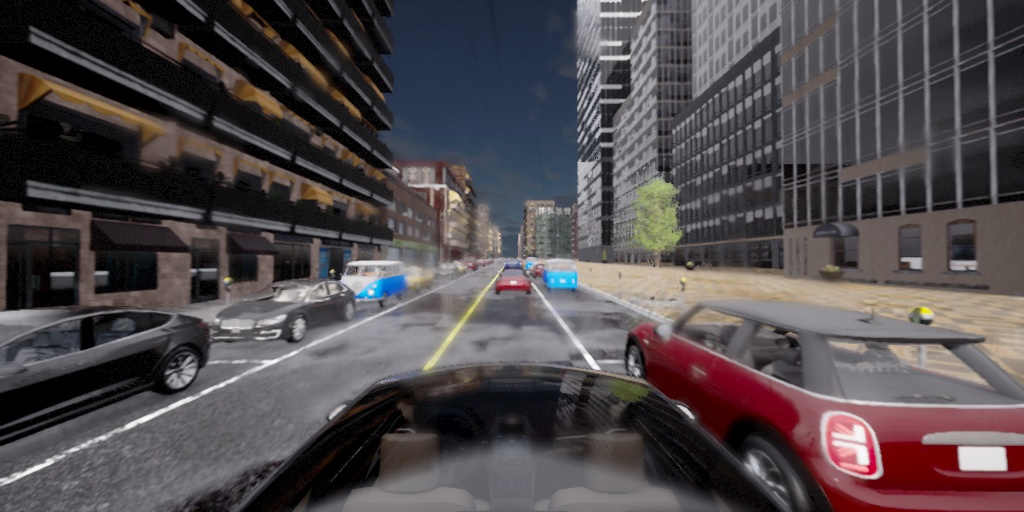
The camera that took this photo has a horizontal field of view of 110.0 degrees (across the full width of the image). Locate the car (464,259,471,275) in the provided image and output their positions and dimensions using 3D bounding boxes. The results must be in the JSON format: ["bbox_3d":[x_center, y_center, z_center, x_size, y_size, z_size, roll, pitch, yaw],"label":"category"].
[{"bbox_3d":[-5.703,1.275,37.247,1.751,1.417,4.829,0,0,0],"label":"car"}]

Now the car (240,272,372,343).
[{"bbox_3d":[-5.691,1.302,9.568,2.007,1.370,4.403,0,0,0],"label":"car"}]

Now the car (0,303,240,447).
[{"bbox_3d":[-5.689,1.318,3.998,1.948,1.339,4.313,0,0,0],"label":"car"}]

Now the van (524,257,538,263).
[{"bbox_3d":[2.673,1.086,48.559,1.690,1.789,3.998,0,0,0],"label":"van"}]

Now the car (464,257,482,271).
[{"bbox_3d":[-5.708,1.064,48.555,2.192,1.841,5.009,0,0,0],"label":"car"}]

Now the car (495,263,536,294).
[{"bbox_3d":[0.086,1.313,20.268,1.994,1.385,4.181,0,0,0],"label":"car"}]

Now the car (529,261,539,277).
[{"bbox_3d":[2.680,1.327,31.848,1.802,1.307,4.207,0,0,0],"label":"car"}]

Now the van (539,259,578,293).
[{"bbox_3d":[2.685,1.087,20.710,1.690,1.789,3.998,0,0,0],"label":"van"}]

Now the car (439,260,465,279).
[{"bbox_3d":[-5.700,1.300,31.846,2.007,1.370,4.403,0,0,0],"label":"car"}]

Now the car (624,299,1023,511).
[{"bbox_3d":[2.692,1.188,4.001,1.967,1.591,4.097,0,0,0],"label":"car"}]

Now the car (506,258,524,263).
[{"bbox_3d":[0.083,1.224,41.420,1.882,1.535,5.008,0,0,0],"label":"car"}]

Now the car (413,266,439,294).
[{"bbox_3d":[-5.696,1.276,20.538,1.751,1.417,4.829,0,0,0],"label":"car"}]

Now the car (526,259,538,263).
[{"bbox_3d":[2.678,1.270,37.588,1.751,1.417,4.829,0,0,0],"label":"car"}]

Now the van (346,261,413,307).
[{"bbox_3d":[-5.693,1.092,15.138,1.690,1.789,3.998,0,0,0],"label":"van"}]
